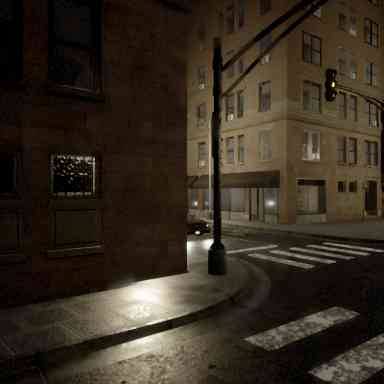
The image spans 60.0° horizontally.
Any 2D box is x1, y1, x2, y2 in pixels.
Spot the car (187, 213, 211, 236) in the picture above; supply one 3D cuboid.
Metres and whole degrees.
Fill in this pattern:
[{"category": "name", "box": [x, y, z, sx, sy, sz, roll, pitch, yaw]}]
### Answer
[{"category": "car", "box": [-1.278, 1.515, 17.773, 2.033, 1.411, 5.357, 0, 0, -36]}]
